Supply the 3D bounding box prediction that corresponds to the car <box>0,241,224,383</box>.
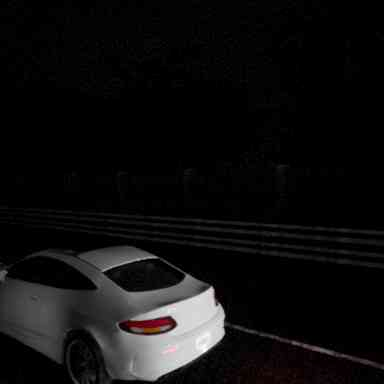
[{"bbox_3d":[-1.745,1.504,5.115,4.674,1.442,1.812,0,0,36],"label":"car"}]
